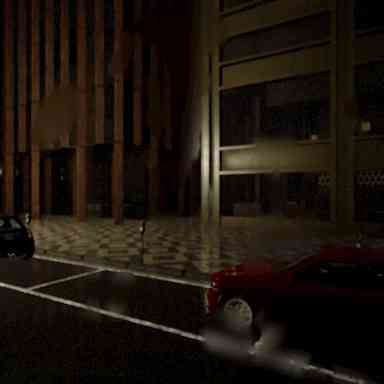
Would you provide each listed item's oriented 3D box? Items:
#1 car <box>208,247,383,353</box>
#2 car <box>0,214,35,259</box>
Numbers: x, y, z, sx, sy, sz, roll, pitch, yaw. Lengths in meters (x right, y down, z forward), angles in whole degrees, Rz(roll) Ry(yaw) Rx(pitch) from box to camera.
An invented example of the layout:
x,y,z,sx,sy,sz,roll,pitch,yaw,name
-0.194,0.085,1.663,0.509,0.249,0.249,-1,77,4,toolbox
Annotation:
x,y,z,sx,sy,sz,roll,pitch,yaw,name
2.391,1.544,5.187,4.507,1.381,1.887,0,0,32,car
-7.230,1.439,11.218,4.097,1.590,1.967,0,0,32,car
